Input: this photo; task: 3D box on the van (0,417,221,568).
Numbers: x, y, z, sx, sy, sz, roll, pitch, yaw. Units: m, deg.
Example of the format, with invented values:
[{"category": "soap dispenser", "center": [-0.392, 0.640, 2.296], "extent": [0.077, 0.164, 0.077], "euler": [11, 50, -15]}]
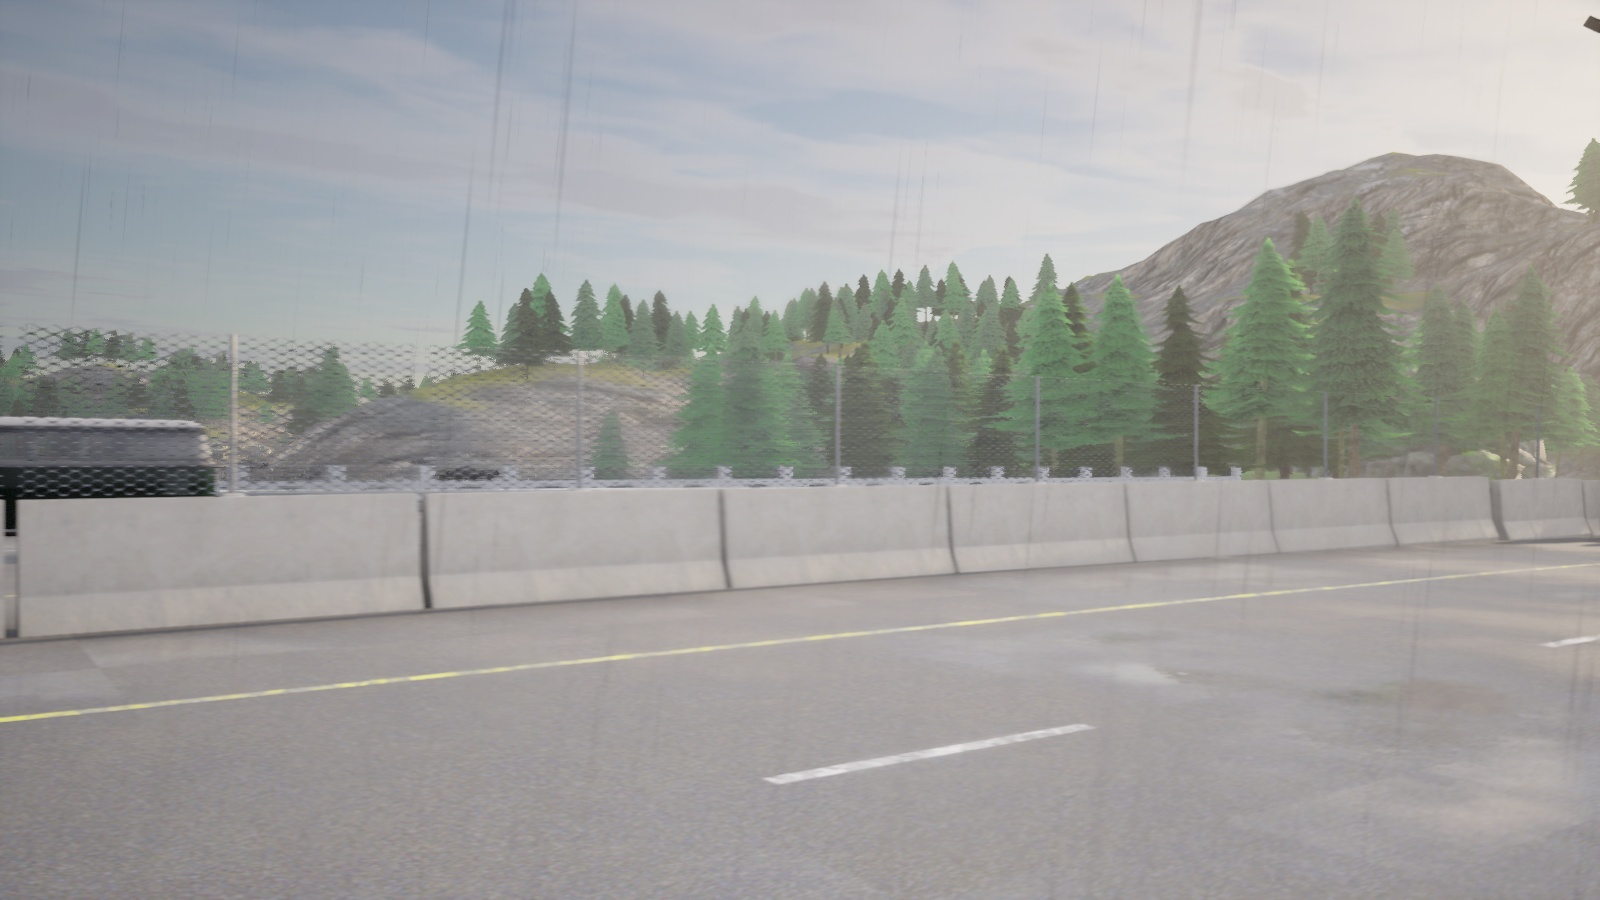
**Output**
[{"category": "van", "center": [-10.678, 0.562, 17.549], "extent": [4.442, 1.987, 1.775], "euler": [0, 0, -35]}]
